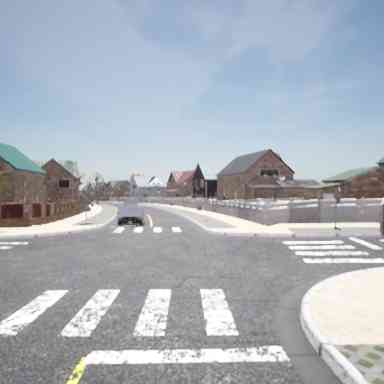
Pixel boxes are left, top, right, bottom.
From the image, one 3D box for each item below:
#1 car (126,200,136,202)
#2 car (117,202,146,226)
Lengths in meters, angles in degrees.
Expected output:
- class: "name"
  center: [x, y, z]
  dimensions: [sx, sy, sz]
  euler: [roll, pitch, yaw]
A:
- class: "car"
  center: [-8.565, 1.858, 46.891]
  dimensions: [1.837, 1.490, 4.892]
  euler: [0, 0, -13]
- class: "car"
  center: [-4.492, 1.696, 25.082]
  dimensions: [2.033, 1.411, 5.357]
  euler: [0, 0, -7]
